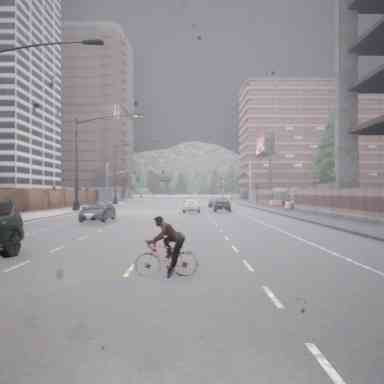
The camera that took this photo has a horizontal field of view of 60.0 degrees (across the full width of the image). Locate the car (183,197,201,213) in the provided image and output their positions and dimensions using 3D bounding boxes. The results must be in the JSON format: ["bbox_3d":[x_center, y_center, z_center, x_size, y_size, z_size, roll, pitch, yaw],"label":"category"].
[{"bbox_3d":[-0.056,1.526,37.135,1.812,1.442,4.674,0,0,0],"label":"car"}]

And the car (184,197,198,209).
[{"bbox_3d":[-0.106,1.478,47.394,1.882,1.535,5.008,0,0,0],"label":"car"}]

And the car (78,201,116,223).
[{"bbox_3d":[-7.110,1.492,25.322,2.128,1.511,4.902,0,0,0],"label":"car"}]

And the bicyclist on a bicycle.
[{"bbox_3d":[-0.686,1.454,8.693,1.656,1.620,0.582,-2,0,0],"label":"bicyclist on a bicycle"}]

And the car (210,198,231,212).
[{"bbox_3d":[3.416,1.505,38.445,1.837,1.490,4.892,0,0,0],"label":"car"}]

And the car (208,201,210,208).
[{"bbox_3d":[3.337,1.601,47.967,1.895,1.301,4.718,0,0,0],"label":"car"}]

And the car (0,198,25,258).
[{"bbox_3d":[-7.132,1.221,9.802,2.150,2.045,5.566,0,0,0],"label":"car"}]
